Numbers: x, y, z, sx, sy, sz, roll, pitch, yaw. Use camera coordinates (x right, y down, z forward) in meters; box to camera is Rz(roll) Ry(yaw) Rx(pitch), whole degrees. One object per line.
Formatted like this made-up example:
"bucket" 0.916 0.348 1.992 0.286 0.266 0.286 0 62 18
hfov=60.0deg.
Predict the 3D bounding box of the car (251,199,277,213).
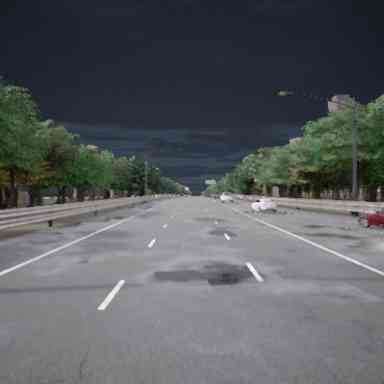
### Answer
"car" 7.971 1.475 37.071 1.812 1.442 4.674 0 0 -7

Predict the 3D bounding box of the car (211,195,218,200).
"car" 7.099 1.462 94.496 1.812 1.442 4.674 0 0 0

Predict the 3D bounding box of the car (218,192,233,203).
"car" 7.014 1.085 67.429 2.150 2.045 5.566 0 0 0

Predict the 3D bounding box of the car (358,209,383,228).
"car" 11.935 1.528 19.293 1.812 1.442 4.674 0 0 -17
